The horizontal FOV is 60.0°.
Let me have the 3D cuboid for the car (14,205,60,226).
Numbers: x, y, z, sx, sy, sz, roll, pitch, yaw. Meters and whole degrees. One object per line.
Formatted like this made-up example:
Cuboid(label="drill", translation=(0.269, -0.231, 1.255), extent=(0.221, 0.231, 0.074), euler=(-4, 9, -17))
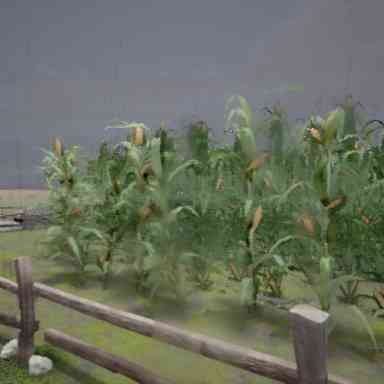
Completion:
Cuboid(label="car", translation=(-10.675, 1.603, 24.327), extent=(1.994, 1.385, 4.181), euler=(1, 0, 35))
